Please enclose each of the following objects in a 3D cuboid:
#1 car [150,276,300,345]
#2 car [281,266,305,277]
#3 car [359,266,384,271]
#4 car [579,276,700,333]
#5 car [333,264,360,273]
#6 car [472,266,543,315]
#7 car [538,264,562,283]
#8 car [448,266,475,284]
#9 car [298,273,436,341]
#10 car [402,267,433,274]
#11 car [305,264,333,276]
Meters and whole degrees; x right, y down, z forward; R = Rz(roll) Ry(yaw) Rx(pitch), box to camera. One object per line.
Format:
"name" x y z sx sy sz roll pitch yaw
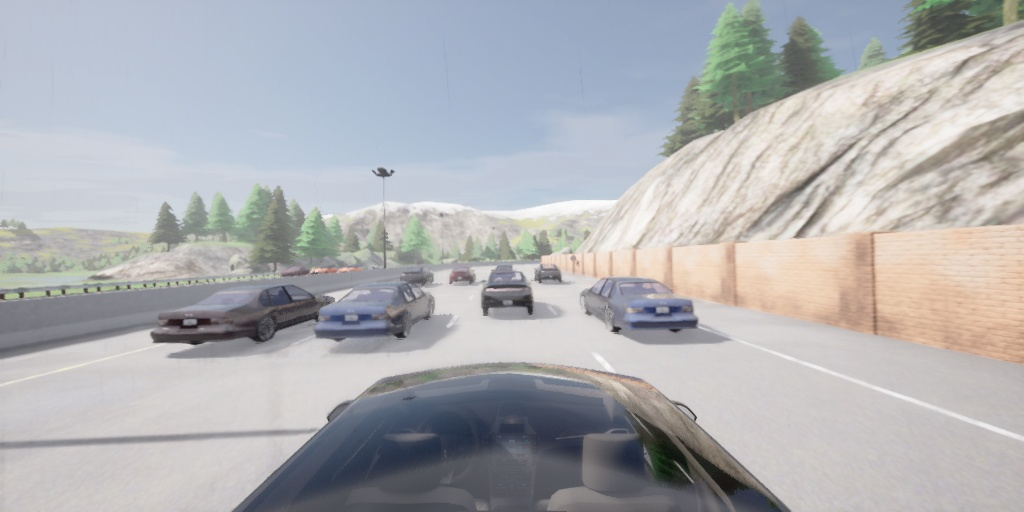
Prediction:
"car" -7.107 1.514 10.376 2.033 1.411 5.357 -1 0 -1
"car" -29.287 2.200 48.839 1.882 1.535 5.008 -1 0 -1
"car" -18.806 2.101 49.416 1.895 1.301 4.718 -1 0 -1
"car" 3.386 1.289 10.670 2.033 1.411 5.357 -1 0 -1
"car" -22.314 1.930 49.614 2.097 1.767 4.553 -1 -1 -1
"car" -0.187 1.335 14.152 2.128 1.511 4.902 -1 0 -1
"car" 2.894 1.379 29.401 2.128 1.511 4.902 -1 0 -1
"car" -4.123 1.570 30.217 1.812 1.442 4.674 -1 0 -1
"car" -3.609 1.439 10.482 2.033 1.411 5.357 -1 0 -1
"car" -7.600 1.604 29.121 2.128 1.511 4.902 -1 0 -1
"car" -25.805 2.004 49.364 2.097 1.767 4.553 -1 -1 -1
